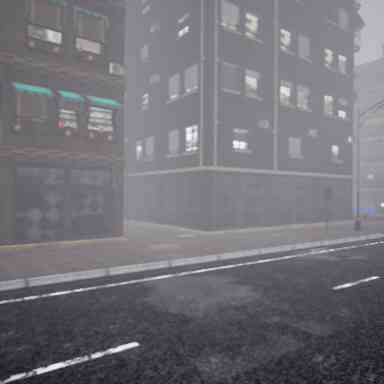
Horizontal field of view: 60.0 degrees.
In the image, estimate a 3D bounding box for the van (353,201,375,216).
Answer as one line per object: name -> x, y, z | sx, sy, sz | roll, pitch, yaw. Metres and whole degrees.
van -> 21.184, 2.083, 42.602 | 1.690, 1.788, 3.998 | 0, -1, -36
